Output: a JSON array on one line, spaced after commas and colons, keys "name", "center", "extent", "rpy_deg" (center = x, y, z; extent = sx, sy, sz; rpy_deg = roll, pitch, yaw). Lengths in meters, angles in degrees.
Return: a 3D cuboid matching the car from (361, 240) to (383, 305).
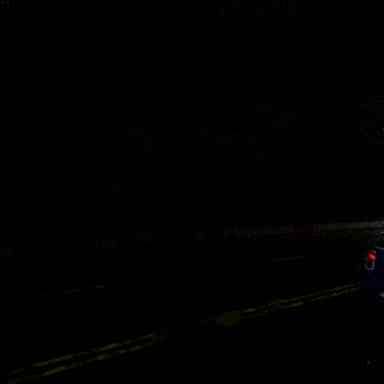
[{"name": "car", "center": [5.629, 1.398, 6.877], "extent": [4.553, 1.767, 2.097], "rpy_deg": [0, 0, -32]}]
